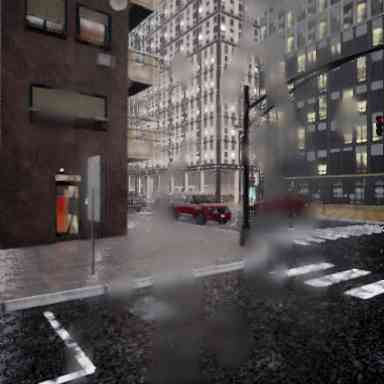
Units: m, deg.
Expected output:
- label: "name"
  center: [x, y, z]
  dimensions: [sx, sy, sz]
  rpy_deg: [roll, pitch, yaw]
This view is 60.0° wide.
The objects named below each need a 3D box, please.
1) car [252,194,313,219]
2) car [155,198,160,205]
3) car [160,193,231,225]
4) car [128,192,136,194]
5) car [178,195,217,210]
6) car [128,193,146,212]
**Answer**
- label: "car"
  center: [7.064, 1.063, 26.339]
  dimensions: [2.192, 1.841, 5.009]
  rpy_deg: [2, 0, -36]
- label: "car"
  center: [-2.722, 1.003, 39.804]
  dimensions: [1.947, 1.339, 4.313]
  rpy_deg: [2, 0, -36]
- label: "car"
  center: [0.321, 1.030, 21.365]
  dimensions: [2.192, 1.841, 5.009]
  rpy_deg: [2, 0, -36]
- label: "car"
  center: [-6.736, 0.786, 35.463]
  dimensions: [2.097, 1.767, 4.553]
  rpy_deg: [0, 1, -36]
- label: "car"
  center: [0.538, 1.107, 35.315]
  dimensions: [1.947, 1.339, 4.313]
  rpy_deg: [2, 0, -36]
- label: "car"
  center: [-6.205, 1.090, 30.340]
  dimensions: [1.802, 1.307, 4.206]
  rpy_deg: [2, 0, -36]
